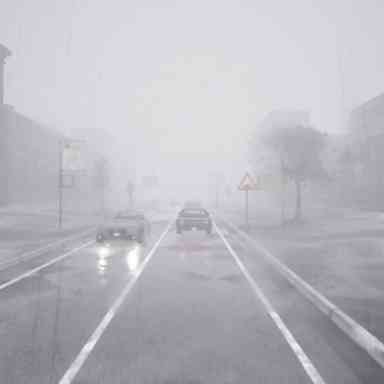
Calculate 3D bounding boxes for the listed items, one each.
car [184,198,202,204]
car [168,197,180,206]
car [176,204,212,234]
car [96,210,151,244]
[{"bbox_3d":[0.113,1.439,37.477,1.882,1.535,5.008,0,0,0],"label":"car"},{"bbox_3d":[-3.035,1.661,56.611,1.837,1.490,4.892,0,-1,1],"label":"car"},{"bbox_3d":[0.108,1.588,19.272,1.895,1.301,4.718,0,0,0],"label":"car"},{"bbox_3d":[-3.092,1.556,15.663,1.994,1.385,4.181,0,0,0],"label":"car"}]
